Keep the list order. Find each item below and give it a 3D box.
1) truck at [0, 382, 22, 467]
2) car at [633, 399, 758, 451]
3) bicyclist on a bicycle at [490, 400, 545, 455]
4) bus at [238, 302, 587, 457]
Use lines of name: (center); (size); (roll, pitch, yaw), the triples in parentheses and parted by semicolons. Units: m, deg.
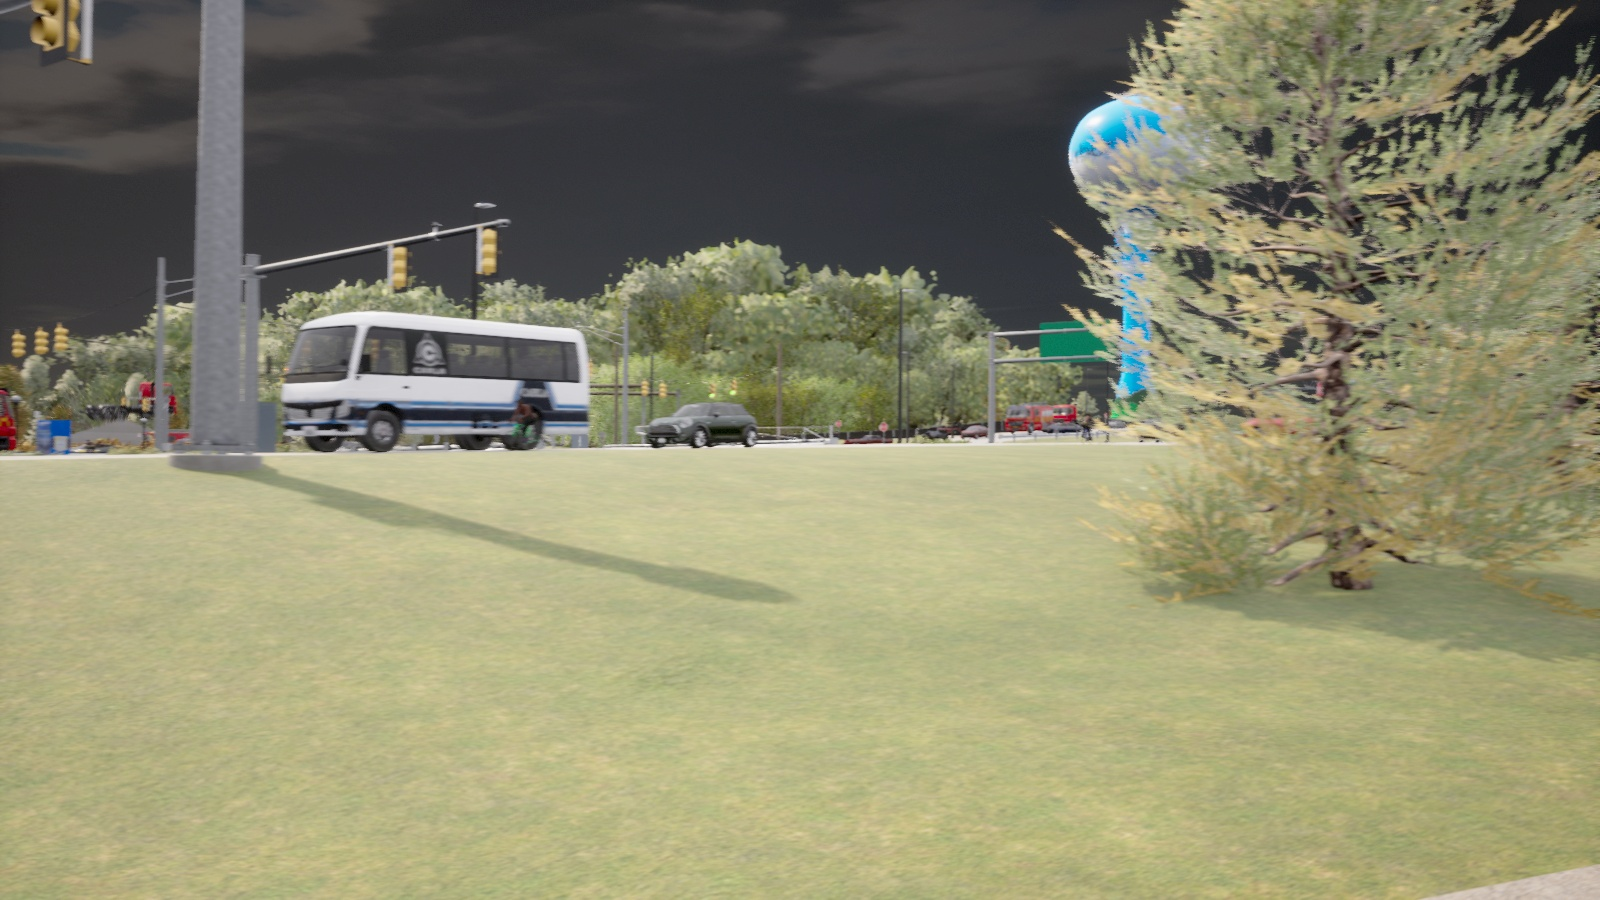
truck: (-39.178, -1.143, 54.736); (2.891, 3.827, 8.468); (0, 0, 34)
car: (-3.700, -0.901, 45.290); (2.097, 1.767, 4.553); (0, 1, 34)
bicyclist on a bicycle: (-8.579, -0.680, 38.159); (0.582, 1.620, 1.656); (0, 1, 34)
bus: (-11.798, -2.000, 39.655); (3.944, 4.253, 10.273); (0, 1, 34)
